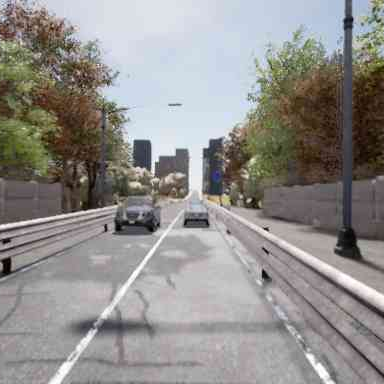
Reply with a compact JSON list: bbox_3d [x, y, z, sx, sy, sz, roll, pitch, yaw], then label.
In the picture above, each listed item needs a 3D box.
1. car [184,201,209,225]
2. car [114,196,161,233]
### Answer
[{"bbox_3d":[0.335,1.622,24.961,2.033,1.411,5.357,0,0,1],"label":"car"},{"bbox_3d":[-3.158,1.250,20.449,2.150,2.045,5.566,0,0,1],"label":"car"}]
